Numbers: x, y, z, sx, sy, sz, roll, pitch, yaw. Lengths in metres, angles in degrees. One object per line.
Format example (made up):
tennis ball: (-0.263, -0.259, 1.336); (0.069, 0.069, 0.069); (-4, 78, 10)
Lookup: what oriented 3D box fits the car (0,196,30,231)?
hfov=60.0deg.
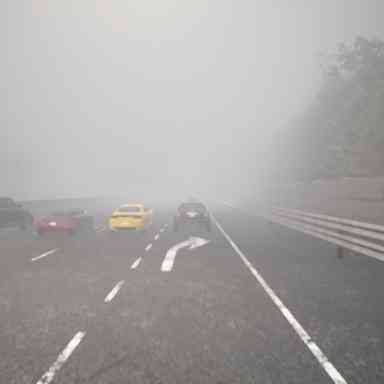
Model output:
car: (-10.400, 1.208, 17.221); (2.150, 2.045, 5.566); (0, 0, 0)

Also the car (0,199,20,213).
car: (-21.077, 1.553, 36.704); (1.994, 1.385, 4.181); (0, 0, 0)

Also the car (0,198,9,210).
car: (-24.567, 1.484, 40.183); (2.128, 1.511, 4.902); (0, 0, 0)

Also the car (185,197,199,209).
car: (0.003, 1.502, 45.465); (1.837, 1.490, 4.892); (0, 0, 0)

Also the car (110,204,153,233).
car: (-3.396, 1.463, 19.407); (1.882, 1.535, 5.008); (0, 0, 0)

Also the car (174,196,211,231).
car: (0.001, 1.336, 20.746); (2.097, 1.767, 4.553); (0, 0, 0)

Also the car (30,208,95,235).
car: (-6.895, 1.549, 18.536); (1.994, 1.385, 4.181); (0, 0, 0)
